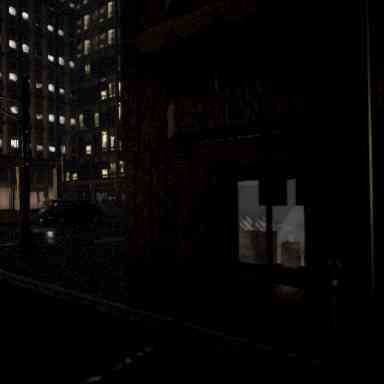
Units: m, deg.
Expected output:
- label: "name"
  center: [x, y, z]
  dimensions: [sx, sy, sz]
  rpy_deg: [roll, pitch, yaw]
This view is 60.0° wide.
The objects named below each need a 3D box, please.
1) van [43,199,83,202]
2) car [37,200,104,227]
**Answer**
- label: "van"
  center: [-10.003, 1.487, 26.349]
  dimensions: [1.690, 1.788, 3.998]
  rpy_deg: [-2, -1, 36]
- label: "car"
  center: [-8.607, 1.592, 23.872]
  dimensions: [1.837, 1.490, 4.892]
  rpy_deg: [-1, 0, 33]
